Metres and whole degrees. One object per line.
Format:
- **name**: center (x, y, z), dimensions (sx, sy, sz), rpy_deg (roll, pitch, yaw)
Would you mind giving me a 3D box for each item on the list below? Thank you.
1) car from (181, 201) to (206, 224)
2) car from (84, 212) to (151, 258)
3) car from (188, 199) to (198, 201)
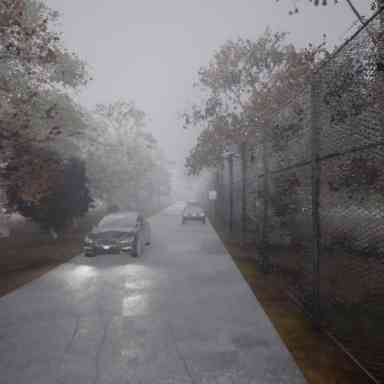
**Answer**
- **car**: center (0.128, 1.695, 26.528), dimensions (2.033, 1.411, 5.357), rpy_deg (0, 0, 0)
- **car**: center (-2.759, 1.579, 13.223), dimensions (1.837, 1.490, 4.892), rpy_deg (0, -1, 1)
- **car**: center (0.155, 1.754, 45.114), dimensions (1.837, 1.490, 4.892), rpy_deg (0, 0, 0)
